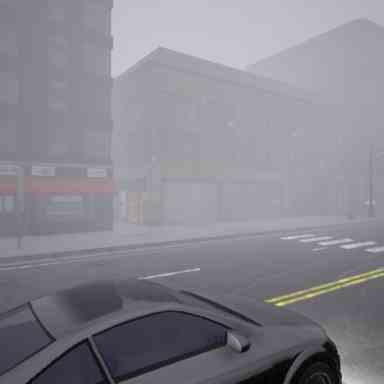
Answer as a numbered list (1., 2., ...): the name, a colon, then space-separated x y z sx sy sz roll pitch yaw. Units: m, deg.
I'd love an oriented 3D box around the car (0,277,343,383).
1. car: -0.467 1.564 3.103 4.181 1.385 1.994 0 0 -35
